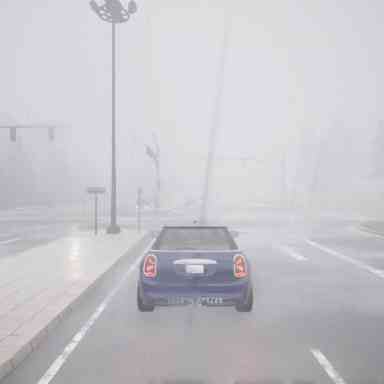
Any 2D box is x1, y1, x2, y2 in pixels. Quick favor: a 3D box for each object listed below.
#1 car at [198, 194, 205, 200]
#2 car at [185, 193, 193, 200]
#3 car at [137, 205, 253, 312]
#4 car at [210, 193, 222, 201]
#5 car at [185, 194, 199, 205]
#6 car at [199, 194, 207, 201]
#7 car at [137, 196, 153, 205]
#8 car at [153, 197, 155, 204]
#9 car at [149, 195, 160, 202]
[{"bbox_3d":[2.660,1.442,95.586,1.882,1.535,5.008,0,0,-1],"label":"car"},{"bbox_3d":[-0.840,1.189,95.559,2.150,2.045,5.566,0,0,-1],"label":"car"},{"bbox_3d":[0.069,1.352,7.880,2.097,1.767,4.553,0,0,0],"label":"car"},{"bbox_3d":[6.333,1.215,84.992,2.150,2.045,5.566,0,0,-1],"label":"car"},{"bbox_3d":[-0.176,1.526,54.699,1.812,1.442,4.674,0,0,-1],"label":"car"},{"bbox_3d":[2.828,1.513,85.262,1.812,1.442,4.674,0,0,-1],"label":"car"},{"bbox_3d":[-8.299,1.505,57.040,1.837,1.490,4.892,0,0,-1],"label":"car"},{"bbox_3d":[-8.389,1.505,66.249,1.837,1.490,4.892,0,0,0],"label":"car"},{"bbox_3d":[-8.535,1.540,76.687,2.033,1.411,5.357,0,0,-1],"label":"car"}]
